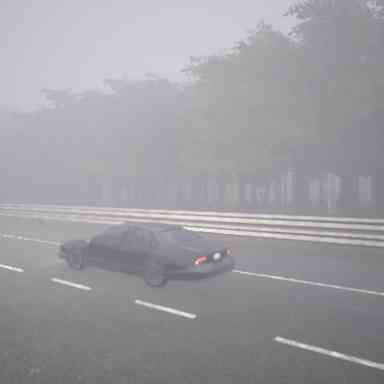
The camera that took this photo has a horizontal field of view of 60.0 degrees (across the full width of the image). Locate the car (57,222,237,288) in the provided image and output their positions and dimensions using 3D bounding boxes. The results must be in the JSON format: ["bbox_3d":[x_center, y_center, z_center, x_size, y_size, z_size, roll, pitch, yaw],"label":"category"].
[{"bbox_3d":[-1.464,1.549,9.231,5.357,1.411,2.033,0,0,35],"label":"car"}]
